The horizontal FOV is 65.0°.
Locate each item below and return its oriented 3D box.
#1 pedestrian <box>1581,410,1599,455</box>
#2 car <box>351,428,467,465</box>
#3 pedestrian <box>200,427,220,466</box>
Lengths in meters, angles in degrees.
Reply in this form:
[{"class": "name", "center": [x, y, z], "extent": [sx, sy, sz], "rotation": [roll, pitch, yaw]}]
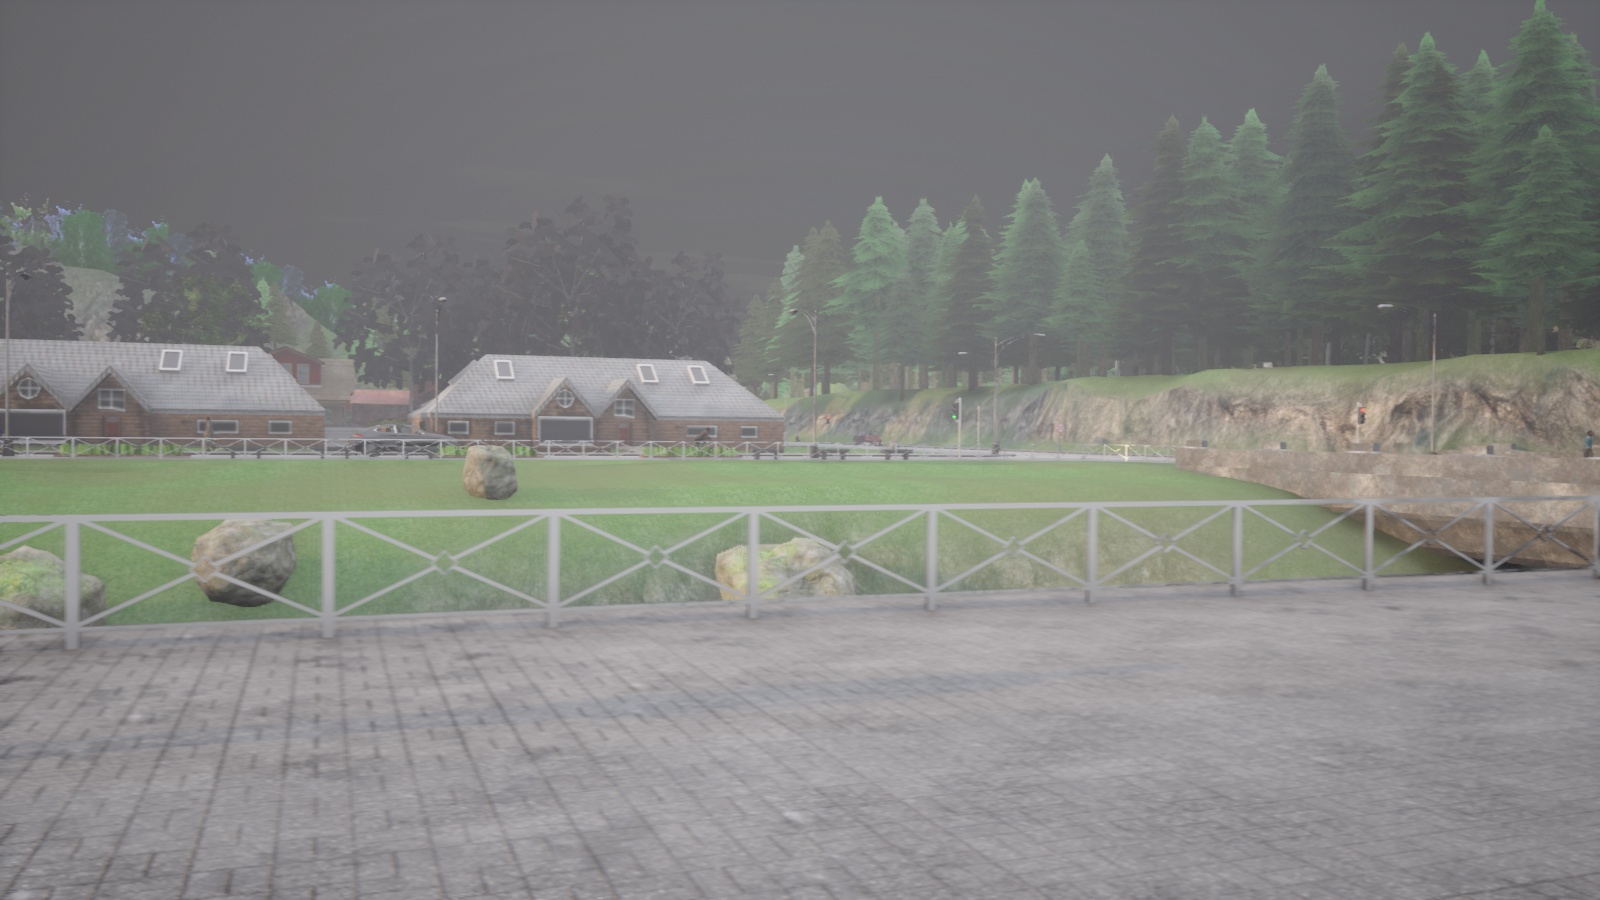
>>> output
[{"class": "pedestrian", "center": [34.707, -0.764, 55.083], "extent": [0.396, 1.930, 0.692], "rotation": [-1, 1, -21]}, {"class": "car", "center": [-18.221, -0.179, 58.521], "extent": [5.027, 1.651, 2.152], "rotation": [-1, 1, -21]}, {"class": "pedestrian", "center": [-29.724, -0.200, 63.276], "extent": [0.873, 1.952, 0.659], "rotation": [-1, 1, -22]}]
